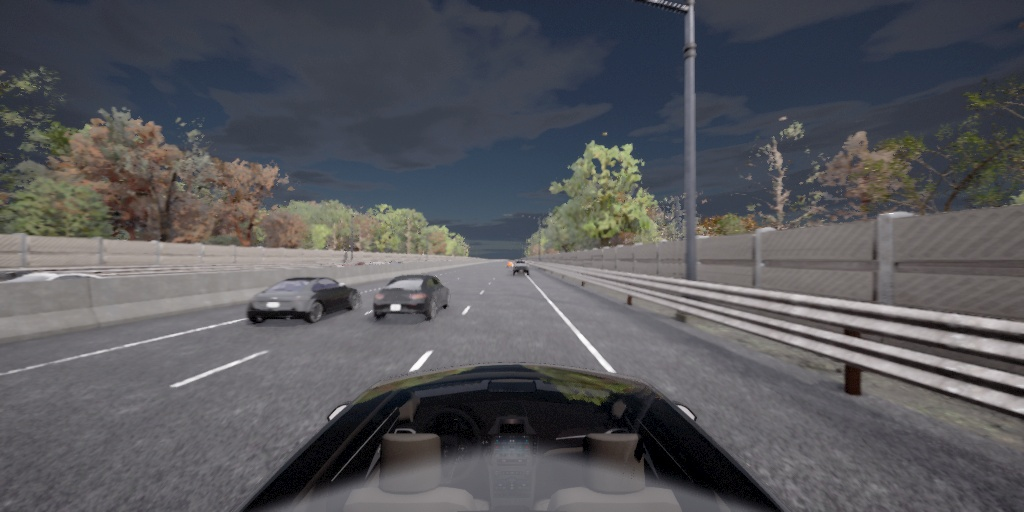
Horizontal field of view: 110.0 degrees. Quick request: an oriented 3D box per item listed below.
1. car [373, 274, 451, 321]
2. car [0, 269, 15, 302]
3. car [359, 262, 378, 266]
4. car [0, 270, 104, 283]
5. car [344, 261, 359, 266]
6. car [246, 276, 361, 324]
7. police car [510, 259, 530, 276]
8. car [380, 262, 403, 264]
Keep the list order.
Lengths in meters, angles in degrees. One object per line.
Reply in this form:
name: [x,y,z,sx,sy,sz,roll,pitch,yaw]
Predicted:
car: [-3.402,1.352,12.783,1.812,1.442,4.674,0,0,0]
car: [-24.596,1.330,14.516,2.128,1.511,4.902,0,0,0]
car: [-21.038,1.726,54.909,1.895,1.301,4.718,0,0,0]
car: [-17.598,1.358,13.577,1.812,1.442,4.674,0,0,0]
car: [-24.539,1.608,56.095,1.882,1.535,5.008,0,0,1]
car: [-6.903,1.387,12.373,1.994,1.385,4.181,0,0,0]
police car: [1.038,1.460,42.383,1.930,1.638,5.238,0,0,0]
car: [-17.544,1.669,54.310,2.033,1.411,5.357,0,0,1]
